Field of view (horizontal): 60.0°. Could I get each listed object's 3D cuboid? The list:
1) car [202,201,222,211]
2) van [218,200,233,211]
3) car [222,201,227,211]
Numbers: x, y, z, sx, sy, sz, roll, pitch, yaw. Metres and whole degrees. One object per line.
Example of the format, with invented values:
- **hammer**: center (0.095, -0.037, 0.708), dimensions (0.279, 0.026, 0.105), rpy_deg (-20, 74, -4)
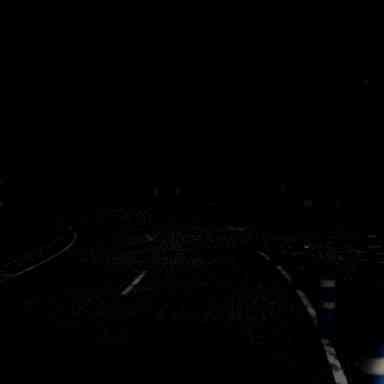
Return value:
- **car**: center (2.934, 2.401, 54.178), dimensions (2.002, 1.452, 4.674), rpy_deg (2, -2, 20)
- **van**: center (6.624, 2.720, 64.654), dimensions (1.878, 1.987, 4.442), rpy_deg (0, -3, 20)
- **car**: center (4.750, 2.679, 59.358), dimensions (2.163, 1.488, 4.792), rpy_deg (0, -3, 20)
